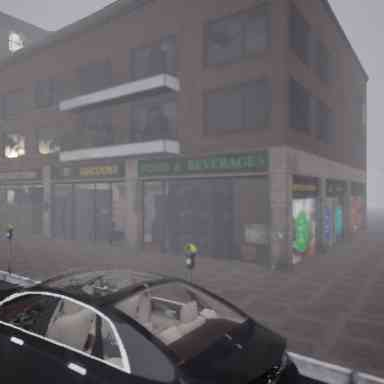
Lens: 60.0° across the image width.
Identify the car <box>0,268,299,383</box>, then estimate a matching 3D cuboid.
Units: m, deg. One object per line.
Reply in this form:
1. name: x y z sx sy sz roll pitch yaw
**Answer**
1. car: -1.121 1.551 3.675 4.403 1.369 2.008 0 0 35
